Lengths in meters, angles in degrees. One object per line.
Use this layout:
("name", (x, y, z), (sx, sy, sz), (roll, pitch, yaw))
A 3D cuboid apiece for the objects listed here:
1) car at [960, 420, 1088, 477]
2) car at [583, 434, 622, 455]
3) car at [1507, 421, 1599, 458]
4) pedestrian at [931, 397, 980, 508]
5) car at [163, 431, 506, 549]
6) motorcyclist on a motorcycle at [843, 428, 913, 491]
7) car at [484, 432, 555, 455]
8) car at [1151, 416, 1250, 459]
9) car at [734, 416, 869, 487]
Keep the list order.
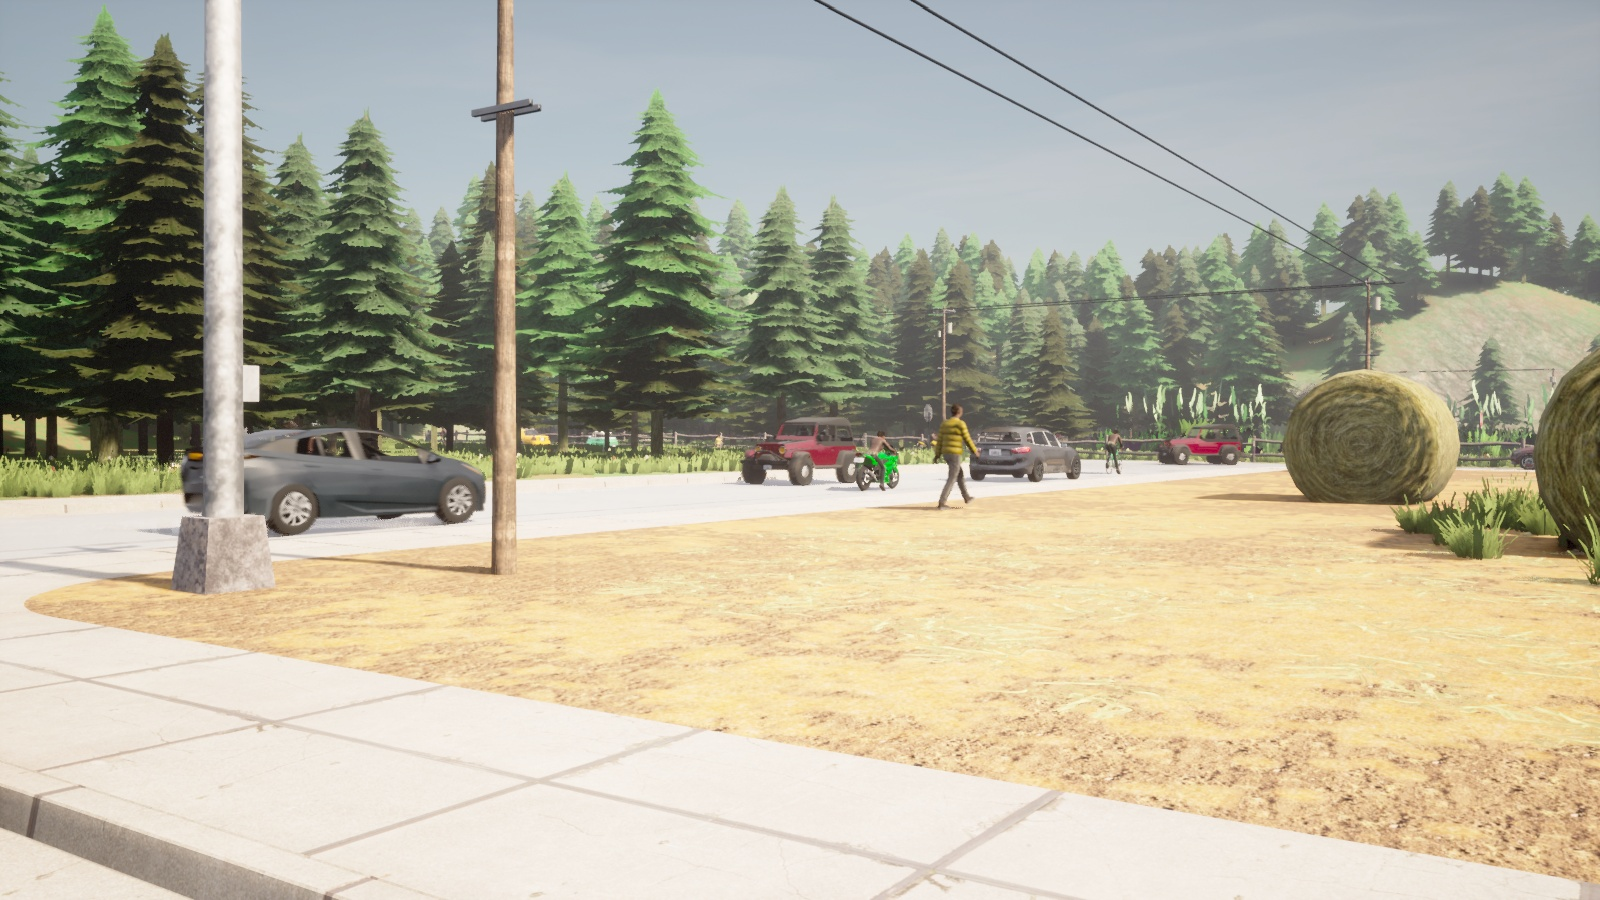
("car", (7.062, -0.090, 39.193), (2.242, 1.667, 4.611), (0, 1, 34))
("car", (-13.386, -0.368, 85.085), (2.207, 1.376, 1.481), (0, 1, 36))
("car", (31.696, -0.434, 51.317), (4.674, 1.442, 1.812), (0, 1, 37))
("pedestrian", (2.646, 0.035, 21.317), (0.709, 1.840, 0.431), (-1, 1, -36))
("car", (-6.864, 0.497, 19.007), (2.007, 1.525, 4.514), (0, 1, 35))
("motorcyclist on a motorcycle", (1.998, 0.224, 31.863), (0.797, 1.523, 2.044), (0, 1, 35))
("car", (-20.105, -0.477, 89.932), (5.366, 1.575, 1.801), (0, 1, 36))
("car", (18.417, -0.587, 57.835), (3.866, 1.878, 1.905), (-1, 1, -5))
("car", (0.094, 0.008, 35.265), (1.905, 1.878, 3.866), (0, 1, 35))
